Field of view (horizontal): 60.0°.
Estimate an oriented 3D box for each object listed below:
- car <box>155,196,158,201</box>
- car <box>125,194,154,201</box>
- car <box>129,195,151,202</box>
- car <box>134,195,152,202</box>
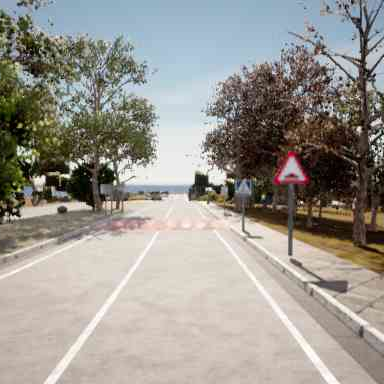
[{"bbox_3d":[-12.568,1.551,88.095,5.566,2.045,2.435,0,-2,-2],"label":"car"},{"bbox_3d":[-12.101,1.513,77.010,5.366,1.575,1.946,0,-1,-2],"label":"car"},{"bbox_3d":[-12.369,1.577,79.772,4.892,1.521,2.231,0,-1,-2],"label":"car"},{"bbox_3d":[-12.550,1.596,85.320,4.553,1.767,2.185,0,-2,-2],"label":"car"}]
